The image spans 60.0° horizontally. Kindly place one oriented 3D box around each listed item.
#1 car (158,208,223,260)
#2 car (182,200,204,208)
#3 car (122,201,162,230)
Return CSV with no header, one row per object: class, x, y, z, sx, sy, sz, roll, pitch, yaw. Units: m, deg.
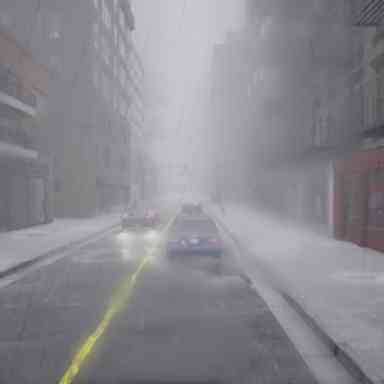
car,0.097,1.563,12.507,2.033,1.411,5.357,0,0,0
car,0.100,1.511,31.430,1.882,1.535,5.008,0,0,0
car,-3.096,1.378,21.331,2.097,1.767,4.553,0,0,0
